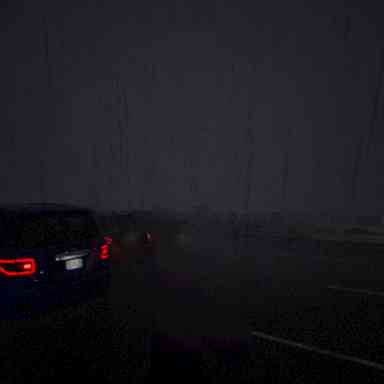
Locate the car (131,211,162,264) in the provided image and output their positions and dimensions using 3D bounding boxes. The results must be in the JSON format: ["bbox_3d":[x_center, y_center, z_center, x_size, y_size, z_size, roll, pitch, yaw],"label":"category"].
[{"bbox_3d":[-3.458,1.410,10.766,4.553,1.767,2.097,-1,0,36],"label":"car"}]

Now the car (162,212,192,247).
[{"bbox_3d":[-2.296,1.558,14.237,4.902,1.511,2.128,-1,0,36],"label":"car"}]

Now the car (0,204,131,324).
[{"bbox_3d":[-4.073,1.266,6.902,5.566,2.045,2.150,0,0,36],"label":"car"}]
